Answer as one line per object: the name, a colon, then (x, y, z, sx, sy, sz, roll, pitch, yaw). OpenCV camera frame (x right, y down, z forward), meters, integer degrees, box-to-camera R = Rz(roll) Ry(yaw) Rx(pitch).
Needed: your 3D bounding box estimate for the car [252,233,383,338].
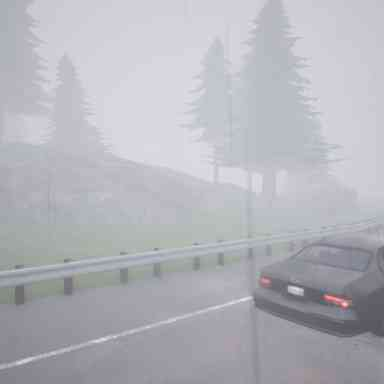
car: (3.507, 1.547, 6.634, 5.357, 1.411, 2.033, 0, 0, -39)
